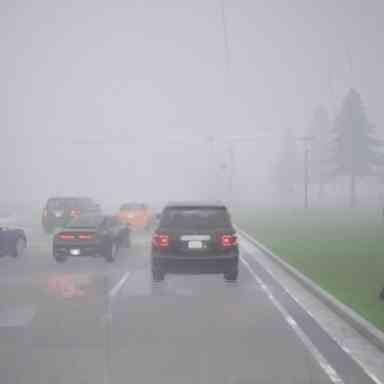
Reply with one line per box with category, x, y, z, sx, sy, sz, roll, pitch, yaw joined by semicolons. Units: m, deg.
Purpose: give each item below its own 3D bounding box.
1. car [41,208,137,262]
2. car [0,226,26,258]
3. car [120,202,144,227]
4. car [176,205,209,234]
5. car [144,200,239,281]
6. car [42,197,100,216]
car;-3.457;1.540;12.270;1.837;1.490;4.892;0;0;0
car;-6.952;1.508;10.071;1.882;1.535;5.008;0;0;0
car;-3.482;1.414;21.088;2.097;1.767;4.553;0;0;0
car;0.019;1.586;20.750;1.812;1.442;4.674;0;0;0
car;0.068;1.254;10.060;2.150;2.045;5.566;0;0;0
car;-6.977;1.281;19.983;2.150;2.045;5.566;0;0;0
